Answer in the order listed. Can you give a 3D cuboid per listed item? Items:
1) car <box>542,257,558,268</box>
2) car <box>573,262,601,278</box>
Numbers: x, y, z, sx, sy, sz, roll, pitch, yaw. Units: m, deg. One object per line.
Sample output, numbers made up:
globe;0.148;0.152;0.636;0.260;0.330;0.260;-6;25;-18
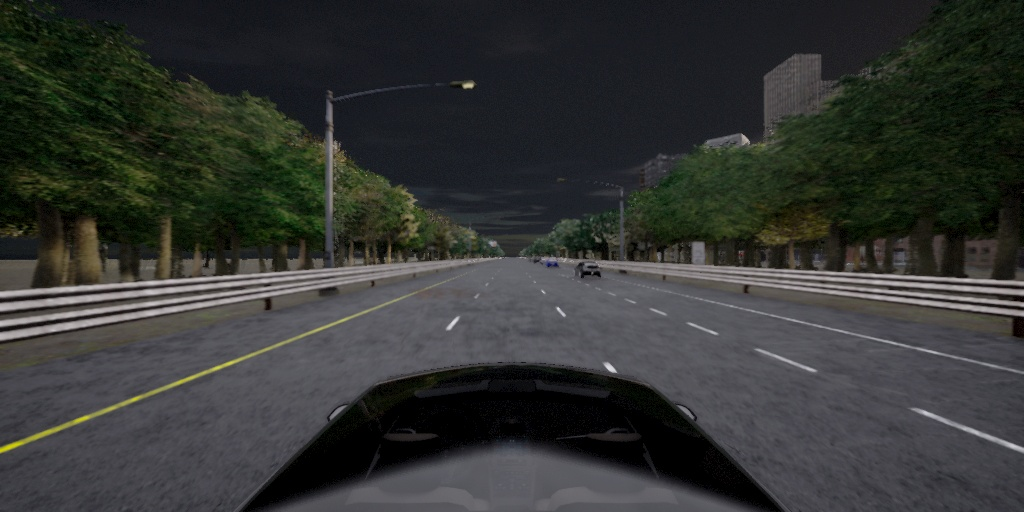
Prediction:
car;6.995;1.269;63.553;1.882;1.535;5.008;0;0;0
car;6.993;1.268;33.639;1.837;1.490;4.892;0;0;0
